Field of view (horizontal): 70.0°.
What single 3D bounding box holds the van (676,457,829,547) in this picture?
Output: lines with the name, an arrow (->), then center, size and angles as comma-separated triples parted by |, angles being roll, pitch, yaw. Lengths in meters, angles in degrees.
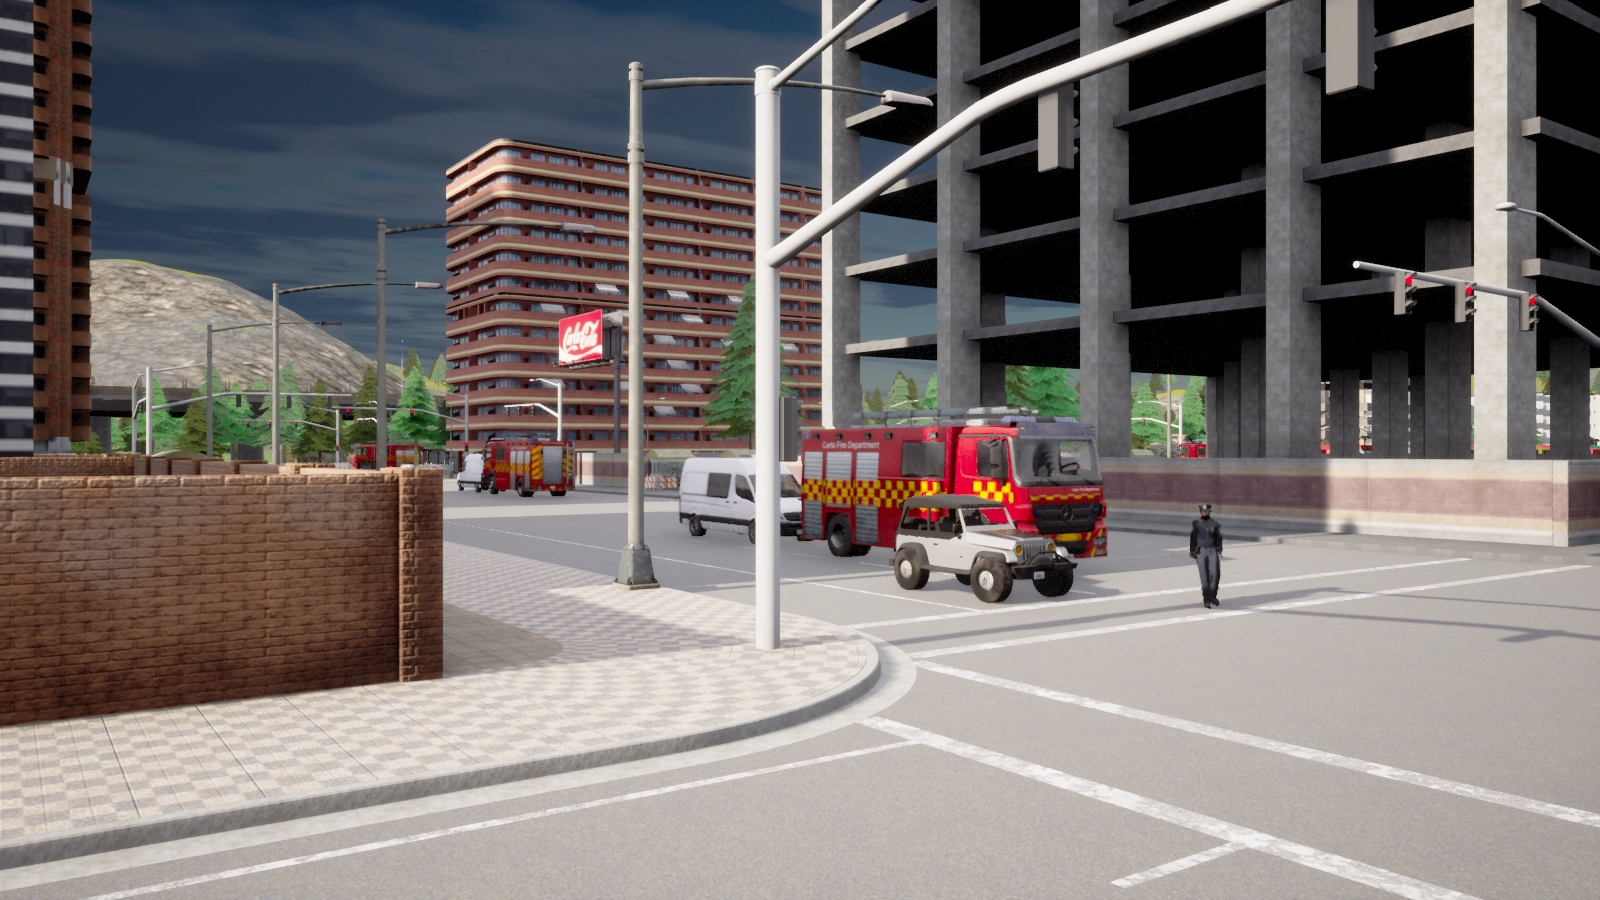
van -> -1.630, 1.533, 36.003 | 1.988, 2.561, 5.915 | 0, 0, -34

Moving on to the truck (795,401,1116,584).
truck -> 3.456, 0.889, 28.194 | 2.891, 3.827, 8.468 | 0, 0, -35

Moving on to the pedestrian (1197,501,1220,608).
pedestrian -> 7.243, 1.848, 20.273 | 0.375, 1.860, 0.375 | 0, 0, 19

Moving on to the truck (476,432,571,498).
truck -> -17.186, 0.889, 70.593 | 2.891, 3.827, 8.468 | 0, 0, -34

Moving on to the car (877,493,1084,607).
car -> 3.447, 1.856, 22.431 | 1.905, 1.878, 3.866 | 0, 0, -33
